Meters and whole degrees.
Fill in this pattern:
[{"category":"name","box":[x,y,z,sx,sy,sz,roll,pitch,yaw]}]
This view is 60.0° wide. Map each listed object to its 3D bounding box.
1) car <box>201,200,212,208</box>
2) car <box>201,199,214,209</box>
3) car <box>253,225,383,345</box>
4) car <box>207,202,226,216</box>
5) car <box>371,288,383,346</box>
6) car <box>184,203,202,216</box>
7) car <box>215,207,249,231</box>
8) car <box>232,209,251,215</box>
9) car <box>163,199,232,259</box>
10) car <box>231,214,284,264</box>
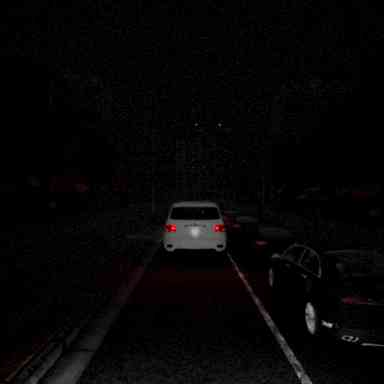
[{"category":"car","box":[2.640,2.132,61.451,2.008,1.369,4.403,0,-1,0]},{"category":"car","box":[2.642,1.965,55.948,1.967,1.590,4.097,0,-1,0]},{"category":"car","box":[2.646,1.607,6.417,2.008,1.369,4.403,1,-1,0]},{"category":"car","box":[2.748,1.872,37.864,1.812,1.442,4.674,0,-1,0]},{"category":"car","box":[2.646,1.575,0.914,1.947,1.339,4.313,1,0,0]},{"category":"car","box":[0.097,1.942,37.404,1.895,1.301,4.718,0,-1,0]},{"category":"car","box":[2.644,1.786,22.927,1.802,1.307,4.206,0,-1,0]},{"category":"car","box":[2.644,1.736,17.423,1.802,1.307,4.206,1,-1,0]},{"category":"car","box":[0.100,1.340,13.227,2.150,2.045,5.566,0,0,0]},{"category":"car","box":[2.645,1.687,11.920,1.802,1.307,4.206,1,-1,0]}]
